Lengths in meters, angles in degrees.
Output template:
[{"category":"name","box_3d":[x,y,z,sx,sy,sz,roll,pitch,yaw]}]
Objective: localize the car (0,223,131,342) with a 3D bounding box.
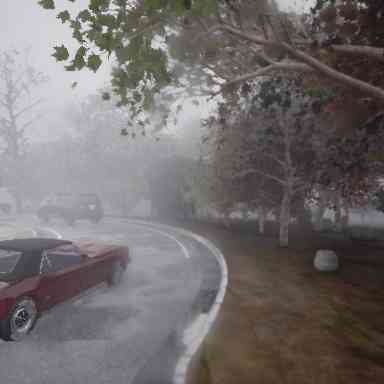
[{"category":"car","box_3d":[-3.003,1.560,6.494,1.895,1.301,4.718,0,0,16]}]

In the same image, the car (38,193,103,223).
[{"category":"car","box_3d":[-8.294,1.089,22.631,5.566,2.045,2.150,1,0,41]}]
